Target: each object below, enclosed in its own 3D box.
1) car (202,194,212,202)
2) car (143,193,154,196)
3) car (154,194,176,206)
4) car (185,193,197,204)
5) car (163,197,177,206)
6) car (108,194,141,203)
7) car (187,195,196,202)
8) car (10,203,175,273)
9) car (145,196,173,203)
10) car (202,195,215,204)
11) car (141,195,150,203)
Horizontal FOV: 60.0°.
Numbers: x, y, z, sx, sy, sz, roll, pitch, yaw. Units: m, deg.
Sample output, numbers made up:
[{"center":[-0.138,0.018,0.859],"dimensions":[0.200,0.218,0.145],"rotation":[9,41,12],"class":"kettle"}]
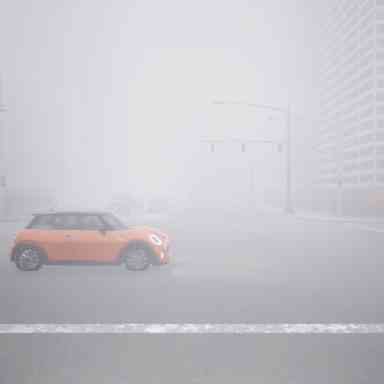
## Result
[{"center":[3.345,1.355,74.593],"dimensions":[2.097,1.767,4.553],"rotation":[0,0,0],"class":"car"},{"center":[-7.206,1.221,55.326],"dimensions":[2.150,2.045,5.566],"rotation":[0,0,0],"class":"car"},{"center":[-3.695,1.352,46.690],"dimensions":[2.097,1.767,4.553],"rotation":[0,0,0],"class":"car"},{"center":[-0.135,1.221,63.770],"dimensions":[2.150,2.045,5.566],"rotation":[0,0,0],"class":"car"},{"center":[-3.707,1.564,56.503],"dimensions":[1.994,1.385,4.181],"rotation":[0,0,0],"class":"car"},{"center":[-7.156,1.221,34.551],"dimensions":[2.150,2.045,5.566],"rotation":[0,0,2],"class":"car"},{"center":[-0.158,1.382,74.441],"dimensions":[1.994,1.385,4.181],"rotation":[0,0,0],"class":"car"},{"center":[-2.925,1.352,10.222],"dimensions":[4.553,1.767,2.097],"rotation":[0,0,0],"class":"car"},{"center":[-3.680,1.491,37.473],"dimensions":[2.128,1.511,4.902],"rotation":[0,0,0],"class":"car"},{"center":[3.459,1.526,64.690],"dimensions":[1.812,1.442,4.674],"rotation":[0,0,0],"class":"car"},{"center":[-7.195,1.547,44.802],"dimensions":[2.033,1.411,5.357],"rotation":[0,0,0],"class":"car"}]
